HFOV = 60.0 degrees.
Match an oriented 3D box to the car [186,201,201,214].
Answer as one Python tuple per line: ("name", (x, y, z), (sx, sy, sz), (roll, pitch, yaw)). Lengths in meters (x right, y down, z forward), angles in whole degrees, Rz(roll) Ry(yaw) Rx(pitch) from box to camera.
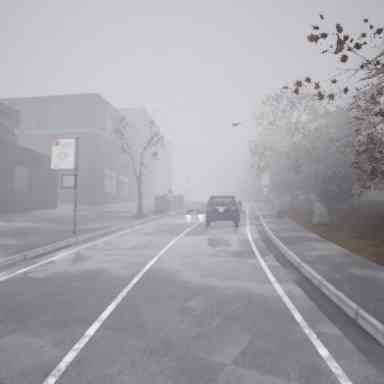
("car", (0.631, 1.644, 35.942), (2.033, 1.411, 5.357), (-1, 0, 9))

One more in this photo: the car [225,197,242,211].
("car", (5.153, 1.461, 41.254), (1.882, 1.535, 5.008), (-1, 0, 9))

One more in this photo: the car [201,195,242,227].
("car", (2.196, 1.206, 23.069), (2.150, 2.045, 5.566), (-1, 0, 9))
